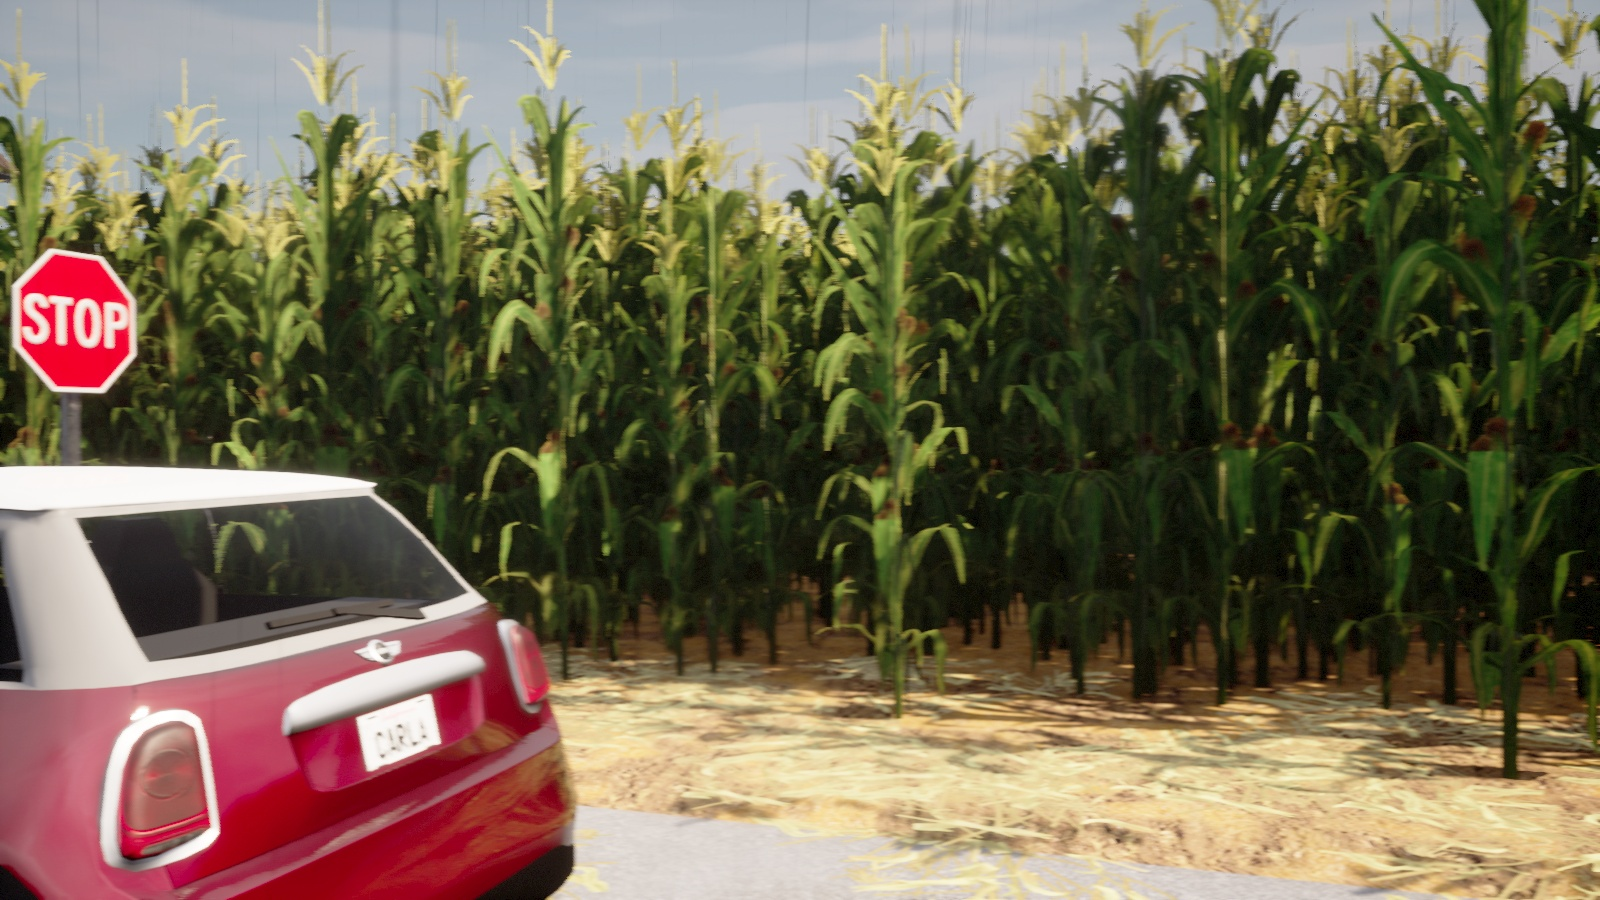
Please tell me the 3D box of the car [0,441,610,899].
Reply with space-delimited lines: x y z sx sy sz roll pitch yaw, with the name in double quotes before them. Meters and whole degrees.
"car" -2.726 0.722 3.691 3.806 1.475 1.970 1 1 19
